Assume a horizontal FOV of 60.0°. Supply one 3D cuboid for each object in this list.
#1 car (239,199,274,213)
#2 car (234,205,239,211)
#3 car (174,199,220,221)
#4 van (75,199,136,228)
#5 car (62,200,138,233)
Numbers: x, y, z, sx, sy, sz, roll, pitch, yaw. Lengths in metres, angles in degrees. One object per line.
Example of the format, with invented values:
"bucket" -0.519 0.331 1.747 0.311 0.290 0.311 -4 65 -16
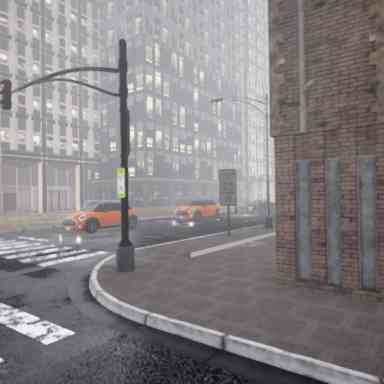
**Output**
"car" 7.811 1.592 38.214 2.128 1.511 4.902 -1 -1 36
"car" 6.897 1.681 41.406 1.752 1.417 4.829 -2 -1 36
"car" 0.484 1.428 28.080 2.097 1.767 4.553 -1 -1 36
"van" -5.989 1.452 23.534 1.690 1.788 3.998 -1 -1 36
"car" -5.425 1.409 19.935 2.097 1.767 4.553 -1 -1 37
